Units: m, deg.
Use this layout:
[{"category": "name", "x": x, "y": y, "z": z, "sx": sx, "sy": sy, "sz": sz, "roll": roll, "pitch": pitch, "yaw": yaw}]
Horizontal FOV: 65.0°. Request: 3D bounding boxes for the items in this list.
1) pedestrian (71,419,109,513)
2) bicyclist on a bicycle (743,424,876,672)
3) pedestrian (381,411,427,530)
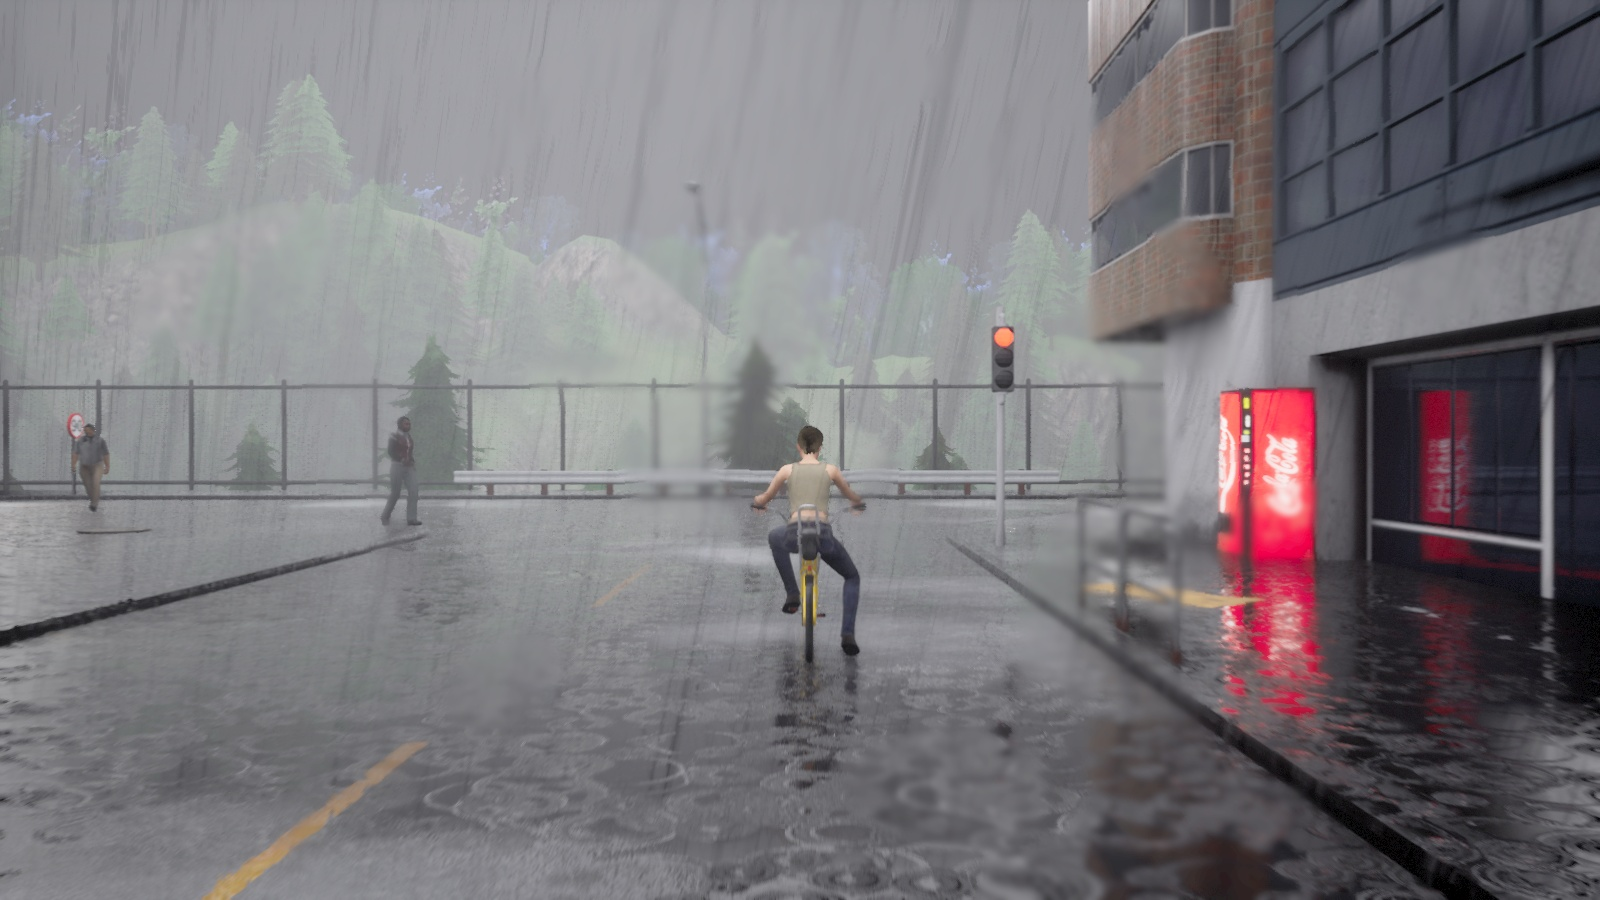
[{"category": "pedestrian", "x": -14.307, "y": 0.316, "z": 25.322, "sx": 0.540, "sy": 1.848, "sz": 0.694, "roll": 0, "pitch": 0, "yaw": -17}, {"category": "bicyclist on a bicycle", "x": 0.066, "y": 0.633, "z": 8.910, "sx": 0.866, "sy": 1.612, "sz": 1.509, "roll": 0, "pitch": 0, "yaw": 0}, {"category": "pedestrian", "x": -6.555, "y": 0.333, "z": 20.786, "sx": 0.666, "sy": 1.930, "sz": 0.402, "roll": 0, "pitch": 0, "yaw": 33}]
